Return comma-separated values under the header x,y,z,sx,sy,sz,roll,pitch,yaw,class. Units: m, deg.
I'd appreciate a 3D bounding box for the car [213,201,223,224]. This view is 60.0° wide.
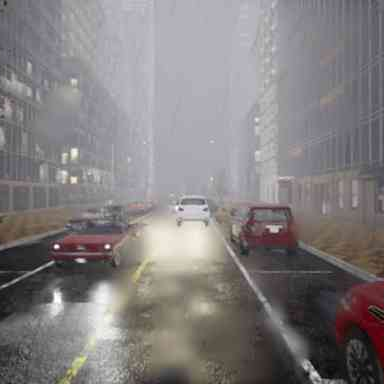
x,y,z,sx,sy,sz,roll,pitch,yaw,class
2.679,1.578,24.811,1.752,1.417,4.829,0,0,0,car

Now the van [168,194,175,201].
x,y,z,sx,sy,sz,roll,pitch,yaw,class
-5.739,1.488,92.956,1.690,1.788,3.998,0,0,0,van

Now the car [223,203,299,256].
x,y,z,sx,sy,sz,roll,pitch,yaw,class
2.687,1.345,13.258,2.192,1.841,5.009,0,0,0,car

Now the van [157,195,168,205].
x,y,z,sx,sy,sz,roll,pitch,yaw,class
-5.723,1.455,64.495,1.690,1.788,3.998,0,0,0,van

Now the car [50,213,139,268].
x,y,z,sx,sy,sz,roll,pitch,yaw,class
-3.107,1.627,11.536,1.895,1.301,4.718,0,0,0,car

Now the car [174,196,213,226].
x,y,z,sx,sy,sz,roll,pitch,yaw,class
0.083,1.275,23.703,2.150,2.045,5.566,0,0,0,car

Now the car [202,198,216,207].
x,y,z,sx,sy,sz,roll,pitch,yaw,class
2.663,1.664,53.102,1.947,1.339,4.313,0,0,0,car

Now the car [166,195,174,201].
x,y,z,sx,sy,sz,roll,pitch,yaw,class
-5.736,1.581,87.263,1.967,1.590,4.097,0,0,0,car

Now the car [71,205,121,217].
x,y,z,sx,sy,sz,roll,pitch,yaw,class
-5.698,1.592,18.957,2.008,1.369,4.403,0,0,0,car

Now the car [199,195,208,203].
x,y,z,sx,sy,sz,roll,pitch,yaw,class
2.651,1.569,75.869,1.967,1.590,4.097,0,0,0,car

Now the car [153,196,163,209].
x,y,z,sx,sy,sz,roll,pitch,yaw,class
-5.715,1.640,47.418,2.008,1.369,4.403,0,0,0,car

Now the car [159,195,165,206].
x,y,z,sx,sy,sz,roll,pitch,yaw,class
-5.721,1.651,58.802,1.887,1.381,4.507,0,0,0,car

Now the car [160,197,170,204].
x,y,z,sx,sy,sz,roll,pitch,yaw,class
-5.727,1.703,70.187,1.802,1.307,4.206,0,0,0,car

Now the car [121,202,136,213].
x,y,z,sx,sy,sz,roll,pitch,yaw,class
-5.702,1.618,24.649,1.947,1.339,4.313,0,0,0,car

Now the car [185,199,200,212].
x,y,z,sx,sy,sz,roll,pitch,yaw,class
0.071,1.606,41.218,1.812,1.442,4.674,0,0,0,car

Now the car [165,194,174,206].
x,y,z,sx,sy,sz,roll,pitch,yaw,class
-3.034,1.603,57.600,2.128,1.511,4.902,0,0,0,car

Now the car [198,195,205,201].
x,y,z,sx,sy,sz,roll,pitch,yaw,class
2.640,1.672,93.116,1.752,1.417,4.829,0,0,0,car

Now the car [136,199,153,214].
x,y,z,sx,sy,sz,roll,pitch,yaw,class
-5.708,1.654,36.032,1.802,1.307,4.206,0,0,0,car

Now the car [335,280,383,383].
x,y,z,sx,sy,sz,roll,pitch,yaw,class
2.693,1.320,1.873,2.192,1.841,5.009,0,0,0,car
